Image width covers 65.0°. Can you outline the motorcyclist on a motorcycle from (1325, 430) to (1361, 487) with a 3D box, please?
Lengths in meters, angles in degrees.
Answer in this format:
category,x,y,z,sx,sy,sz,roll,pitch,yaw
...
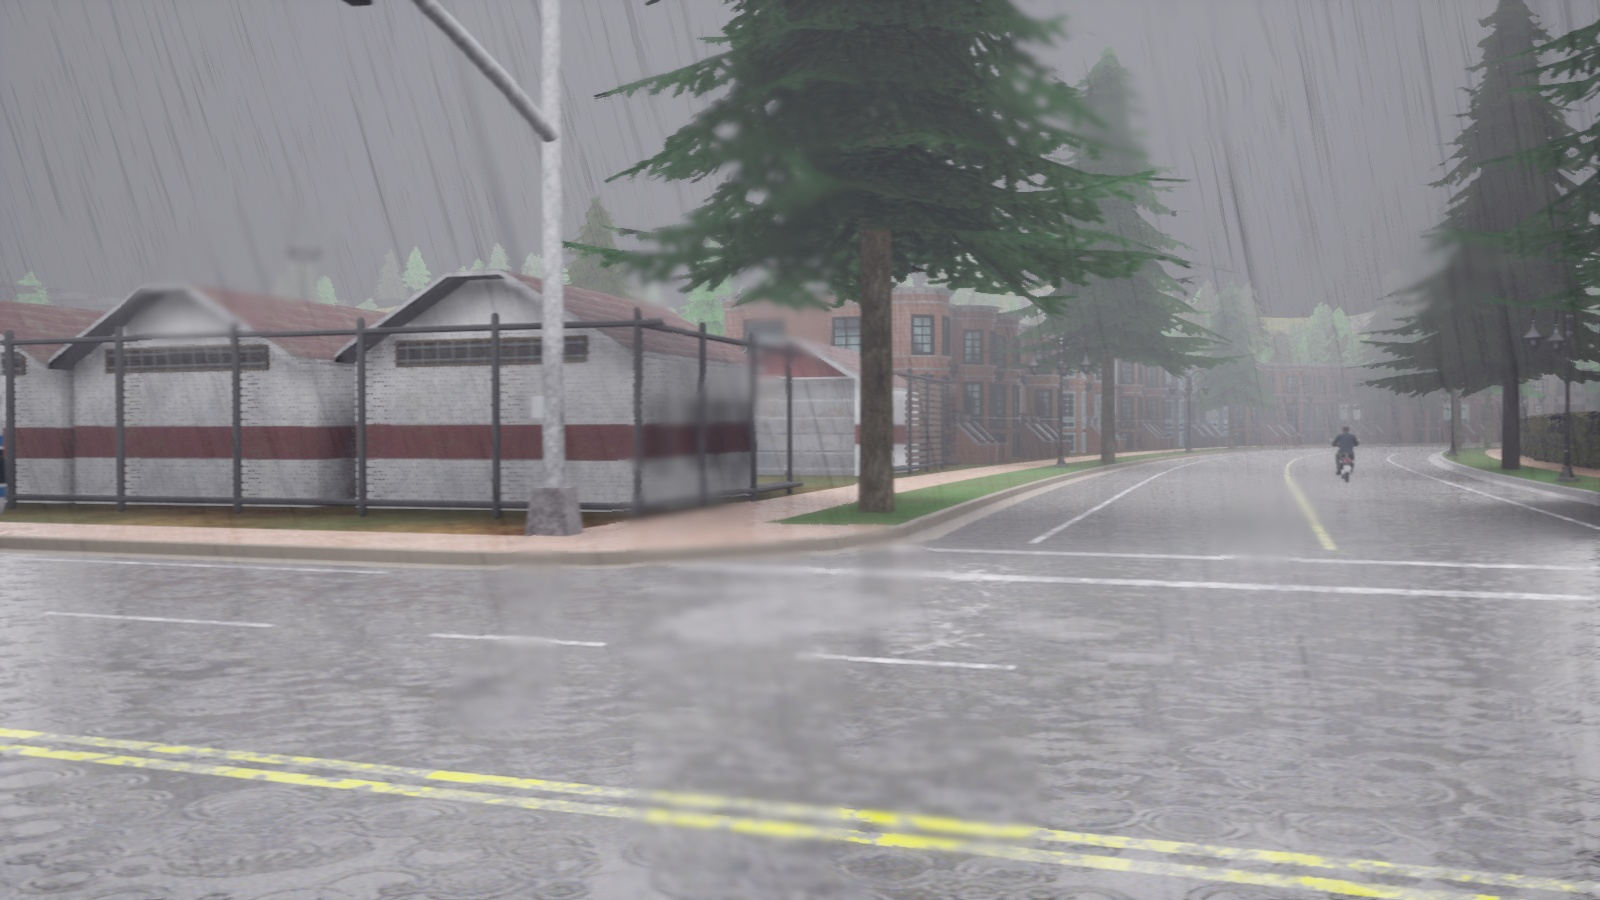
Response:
category,x,y,z,sx,sy,sz,roll,pitch,yaw
motorcyclist on a motorcycle,15.643,0.220,36.208,0.866,1.590,1.817,1,1,20

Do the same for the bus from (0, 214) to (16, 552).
category,x,y,z,sx,sy,sz,roll,pitch,yaw
bus,-15.504,-0.861,15.772,10.273,4.253,3.944,1,1,18
